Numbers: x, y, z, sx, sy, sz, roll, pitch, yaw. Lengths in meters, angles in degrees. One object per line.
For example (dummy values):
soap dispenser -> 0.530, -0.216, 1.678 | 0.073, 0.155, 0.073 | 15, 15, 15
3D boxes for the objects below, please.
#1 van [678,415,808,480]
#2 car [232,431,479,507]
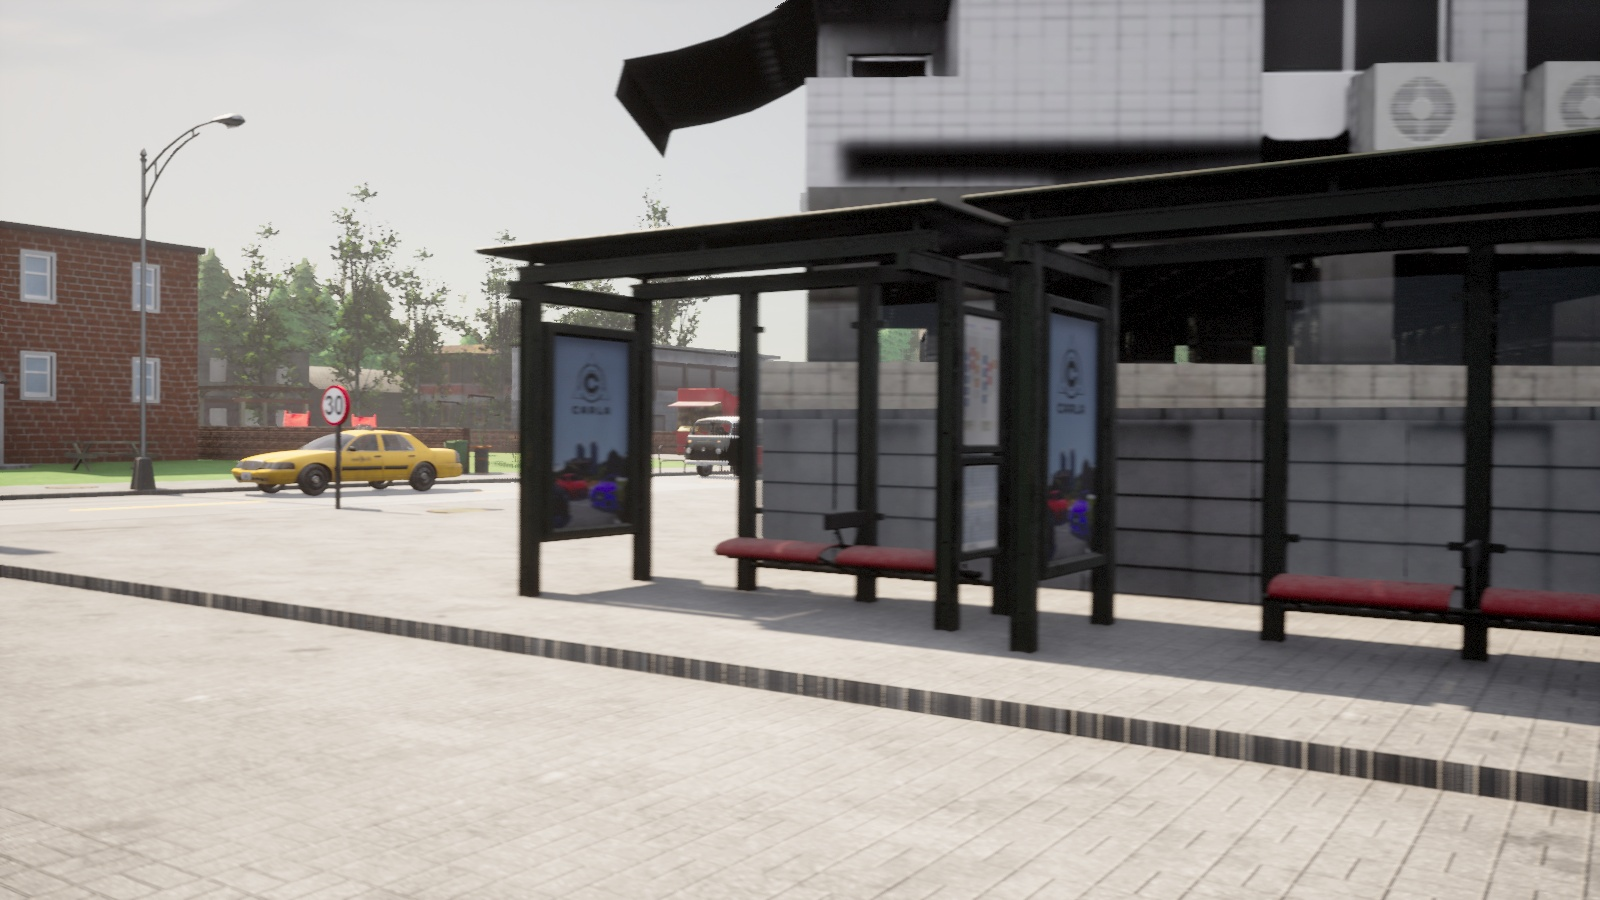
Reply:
van -> -1.820, -0.099, 41.819 | 2.069, 2.038, 4.480 | 0, 1, 34
car -> -10.172, 0.364, 29.215 | 1.801, 1.575, 5.366 | 0, 1, 34
